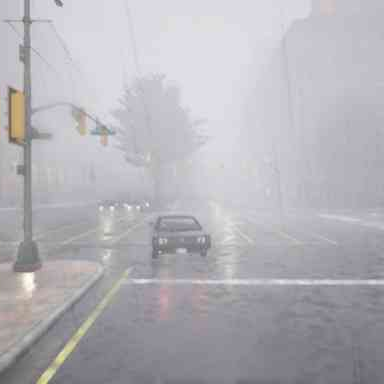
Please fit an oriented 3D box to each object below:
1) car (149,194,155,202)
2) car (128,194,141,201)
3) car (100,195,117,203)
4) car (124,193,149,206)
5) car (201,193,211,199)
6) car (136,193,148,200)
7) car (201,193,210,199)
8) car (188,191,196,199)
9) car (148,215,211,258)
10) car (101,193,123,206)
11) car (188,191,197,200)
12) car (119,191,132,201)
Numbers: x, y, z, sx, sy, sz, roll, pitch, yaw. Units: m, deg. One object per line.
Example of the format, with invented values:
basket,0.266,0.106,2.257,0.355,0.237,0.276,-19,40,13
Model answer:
car,-8.025,1.197,58.154,1.994,1.385,4.181,0,0,1
car,-11.495,1.142,66.815,1.994,1.385,4.181,0,0,0
car,-14.745,1.221,59.226,1.895,1.301,4.718,0,0,0
car,-8.084,1.238,48.918,2.033,1.411,5.357,0,0,0
car,3.506,1.094,79.389,1.895,1.301,4.718,0,0,0
car,-11.494,1.039,77.049,2.128,1.511,4.902,0,0,0
car,3.506,0.967,88.421,2.128,1.511,4.902,0,0,0
car,0.006,0.667,88.450,2.150,2.045,5.566,0,0,0
car,-0.669,1.521,12.508,1.895,1.301,4.718,0,0,-9
car,-11.584,1.226,47.519,1.812,1.442,4.674,0,0,0
car,0.006,1.046,78.211,2.033,1.411,5.357,0,0,0
car,-11.533,0.862,56.930,2.150,2.045,5.566,0,0,1
